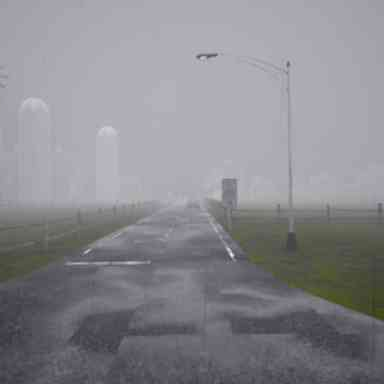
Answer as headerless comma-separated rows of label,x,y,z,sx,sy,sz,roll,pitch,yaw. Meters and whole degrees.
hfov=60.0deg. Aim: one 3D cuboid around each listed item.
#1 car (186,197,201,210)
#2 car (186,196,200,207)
car,0.138,1.675,46.275,2.128,1.511,4.902,-1,0,0
car,0.171,1.596,56.667,2.097,1.767,4.553,-1,0,0
